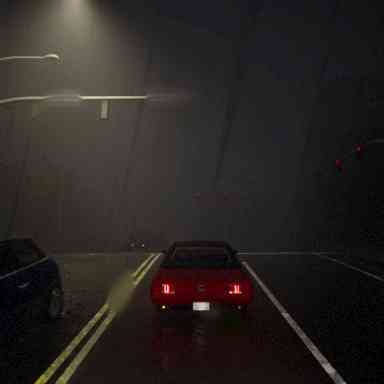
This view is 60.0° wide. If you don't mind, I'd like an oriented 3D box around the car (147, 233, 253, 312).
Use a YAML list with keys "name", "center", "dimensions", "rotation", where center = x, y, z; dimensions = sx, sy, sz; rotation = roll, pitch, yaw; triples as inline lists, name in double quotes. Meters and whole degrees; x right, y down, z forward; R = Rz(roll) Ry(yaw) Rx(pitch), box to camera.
- name: "car"
  center: [0.198, 1.830, 8.190]
  dimensions: [1.895, 1.301, 4.718]
  rotation: [0, -2, 1]

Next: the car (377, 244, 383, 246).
- name: "car"
  center: [17.322, 4.594, 26.727]
  dimensions: [4.902, 1.511, 2.128]
  rotation: [4, -10, 1]

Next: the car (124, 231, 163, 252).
- name: "car"
  center: [-4.225, 4.687, 31.537]
  dimensions: [2.150, 2.045, 5.566]
  rotation: [-3, -11, 20]

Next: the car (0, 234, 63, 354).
- name: "car"
  center: [-3.554, 1.470, 4.534]
  dimensions: [2.097, 1.767, 4.553]
  rotation: [0, -2, 0]

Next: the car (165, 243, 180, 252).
- name: "car"
  center: [-2.786, 8.273, 49.155]
  dimensions: [1.895, 1.301, 4.718]
  rotation: [0, -10, 1]
